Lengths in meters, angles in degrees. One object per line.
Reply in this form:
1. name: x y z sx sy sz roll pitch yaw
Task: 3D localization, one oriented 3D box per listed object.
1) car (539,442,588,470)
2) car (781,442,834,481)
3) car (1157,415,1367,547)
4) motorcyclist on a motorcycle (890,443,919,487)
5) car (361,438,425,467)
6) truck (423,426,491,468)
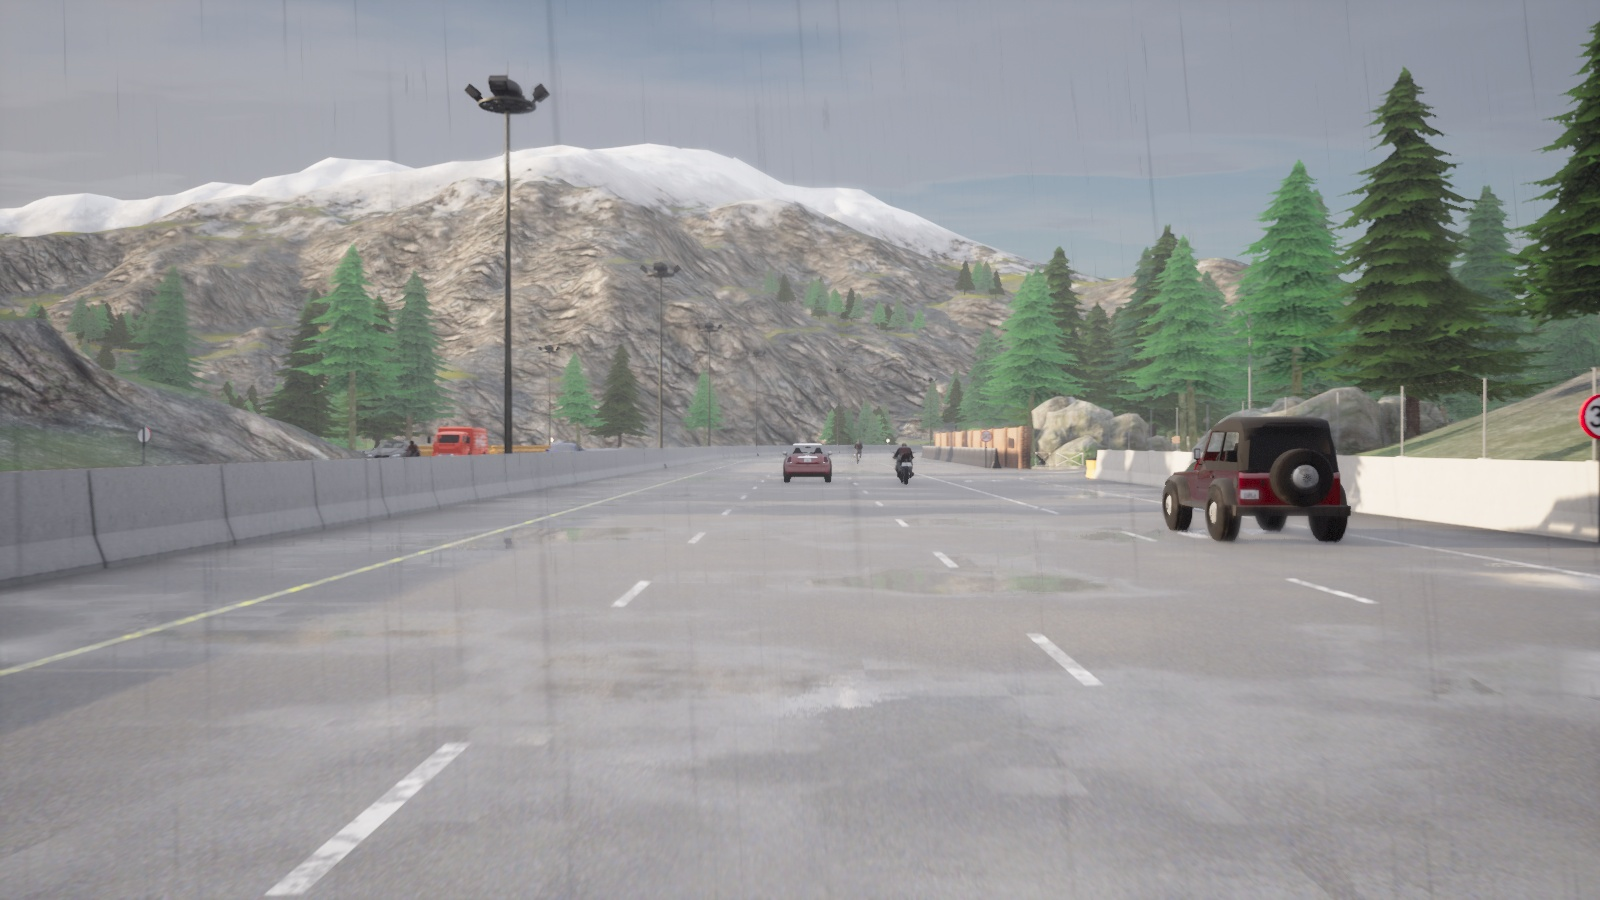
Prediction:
1. car: -13.572 0.305 72.366 1.882 1.535 5.008 0 0 0
2. car: 0.295 0.435 49.146 1.970 1.475 3.806 0 0 0
3. car: 7.128 0.436 19.822 1.905 1.878 3.866 0 0 0
4. motorcyclist on a motorcycle: 3.774 0.528 45.482 0.866 1.530 2.191 0 0 0
5. car: -24.062 0.152 74.403 2.242 1.667 4.611 0 0 0
6. truck: -20.555 -0.182 75.486 2.627 2.467 5.204 0 0 0
